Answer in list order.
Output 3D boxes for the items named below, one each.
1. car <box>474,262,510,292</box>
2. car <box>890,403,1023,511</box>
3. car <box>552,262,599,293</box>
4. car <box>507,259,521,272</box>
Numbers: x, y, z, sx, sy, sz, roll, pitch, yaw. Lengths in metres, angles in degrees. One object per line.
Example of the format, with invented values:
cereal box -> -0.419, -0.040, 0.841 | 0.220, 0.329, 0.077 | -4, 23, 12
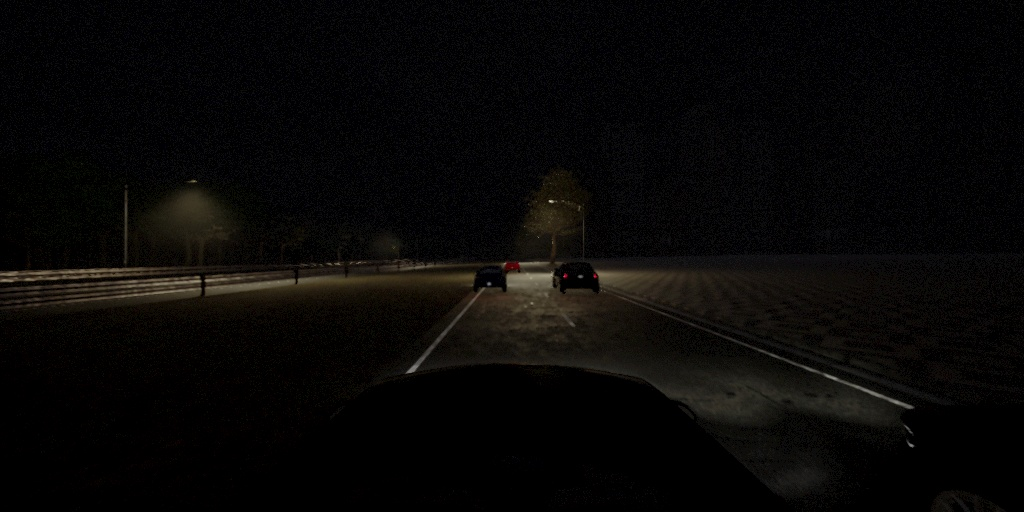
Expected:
car -> -1.219, 1.286, 21.389 | 1.812, 1.442, 4.674 | 0, 0, 0
car -> 3.600, 1.228, 0.413 | 1.882, 1.535, 5.008 | 0, 0, 0
car -> 3.606, 1.111, 20.957 | 2.097, 1.767, 4.553 | 0, 0, 0
car -> 0.077, 1.288, 46.602 | 1.882, 1.535, 5.008 | 0, 0, 0
